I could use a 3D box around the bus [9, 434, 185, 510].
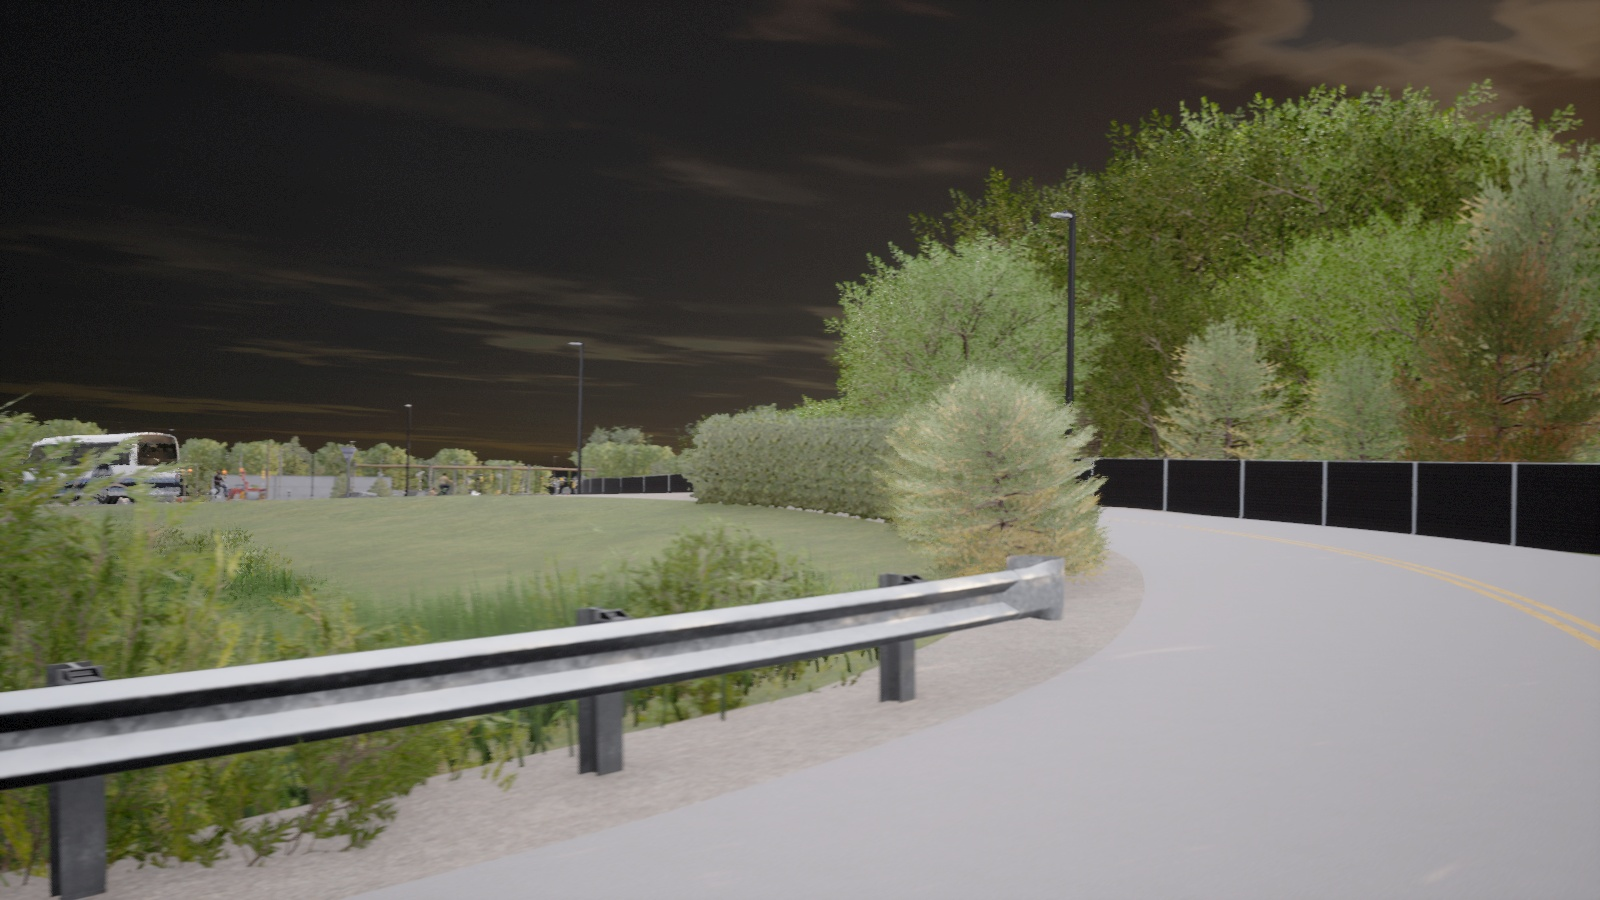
[{"bbox_3d":[-42.966,1.448,76.702,10.273,4.253,3.944,-2,-3,24],"label":"bus"}]
